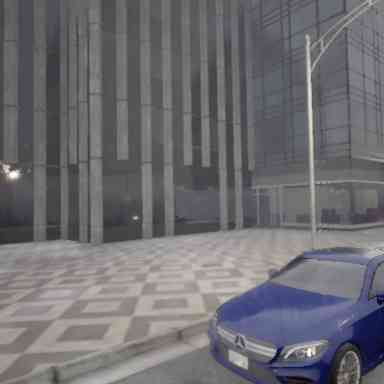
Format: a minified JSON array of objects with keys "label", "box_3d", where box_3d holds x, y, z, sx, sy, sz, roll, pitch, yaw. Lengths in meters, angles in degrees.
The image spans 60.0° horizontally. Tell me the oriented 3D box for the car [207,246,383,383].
[{"label":"car","box_3d":[2.366,1.664,5.264,4.674,1.442,1.812,0,-2,-38]}]
